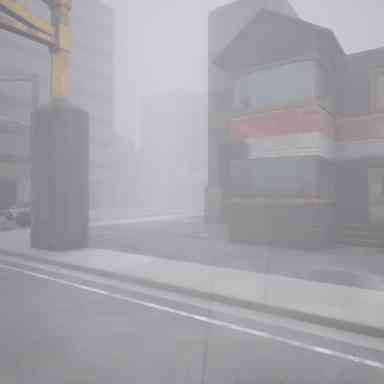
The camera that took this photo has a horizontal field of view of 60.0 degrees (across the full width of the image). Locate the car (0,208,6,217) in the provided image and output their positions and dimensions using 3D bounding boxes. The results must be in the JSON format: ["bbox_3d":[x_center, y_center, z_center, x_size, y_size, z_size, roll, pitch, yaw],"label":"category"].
[{"bbox_3d":[-12.899,1.295,25.453,4.536,1.218,1.853,0,0,-30],"label":"car"}]

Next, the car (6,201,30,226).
[{"bbox_3d":[-9.742,1.453,22.753,2.038,1.542,4.974,0,0,15],"label":"car"}]

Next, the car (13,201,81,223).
[{"bbox_3d":[-9.728,1.295,22.803,1.853,1.218,4.536,0,0,15],"label":"car"}]
